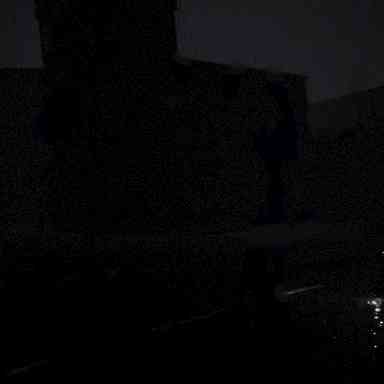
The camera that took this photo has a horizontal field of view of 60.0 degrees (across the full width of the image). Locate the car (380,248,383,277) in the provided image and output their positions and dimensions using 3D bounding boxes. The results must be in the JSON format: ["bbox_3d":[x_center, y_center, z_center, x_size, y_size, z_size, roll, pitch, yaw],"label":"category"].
[{"bbox_3d":[6.735,1.449,8.490,5.008,1.535,1.882,0,0,-36],"label":"car"}]
